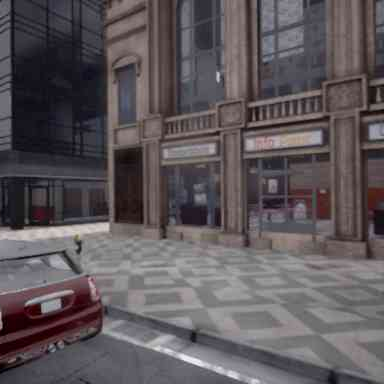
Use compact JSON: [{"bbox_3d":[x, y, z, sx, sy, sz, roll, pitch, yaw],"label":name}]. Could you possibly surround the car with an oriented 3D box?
[{"bbox_3d":[-3.376,1.494,5.375,4.097,1.590,1.967,-1,-1,35],"label":"car"}]
